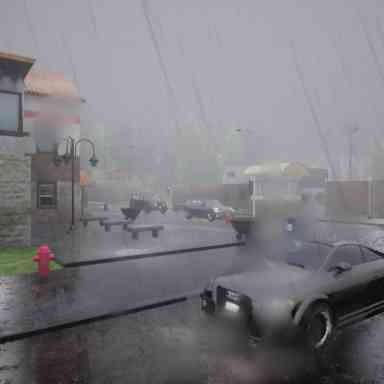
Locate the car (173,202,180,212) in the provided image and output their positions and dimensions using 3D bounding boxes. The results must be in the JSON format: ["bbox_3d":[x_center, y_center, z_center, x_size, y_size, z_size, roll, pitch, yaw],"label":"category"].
[{"bbox_3d":[-0.293,1.526,36.637,1.812,1.442,4.674,0,0,-35],"label":"car"}]

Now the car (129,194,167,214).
[{"bbox_3d":[-4.797,1.221,35.787,2.150,2.045,5.566,0,0,-35],"label":"car"}]

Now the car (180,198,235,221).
[{"bbox_3d":[1.380,1.352,27.067,2.097,1.767,4.553,0,0,-35],"label":"car"}]

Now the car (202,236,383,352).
[{"bbox_3d":[2.230,1.564,6.193,4.181,1.385,1.994,0,0,-35],"label":"car"}]
